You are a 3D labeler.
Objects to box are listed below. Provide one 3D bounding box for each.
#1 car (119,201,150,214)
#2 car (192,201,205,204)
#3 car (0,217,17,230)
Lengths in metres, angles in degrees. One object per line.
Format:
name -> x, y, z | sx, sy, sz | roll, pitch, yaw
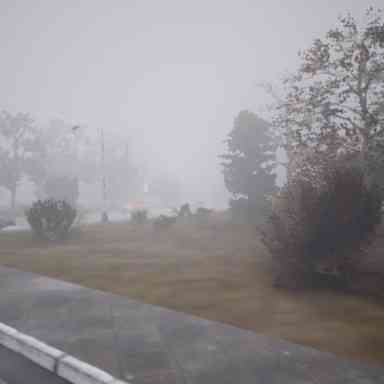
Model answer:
car -> -7.608, 1.981, 44.215 | 2.097, 1.767, 4.553 | -2, -2, 32
car -> 0.729, 1.870, 57.336 | 2.128, 1.511, 4.902 | -2, -2, 32
car -> -14.062, 1.858, 20.903 | 2.033, 1.411, 5.357 | -3, -2, 34
